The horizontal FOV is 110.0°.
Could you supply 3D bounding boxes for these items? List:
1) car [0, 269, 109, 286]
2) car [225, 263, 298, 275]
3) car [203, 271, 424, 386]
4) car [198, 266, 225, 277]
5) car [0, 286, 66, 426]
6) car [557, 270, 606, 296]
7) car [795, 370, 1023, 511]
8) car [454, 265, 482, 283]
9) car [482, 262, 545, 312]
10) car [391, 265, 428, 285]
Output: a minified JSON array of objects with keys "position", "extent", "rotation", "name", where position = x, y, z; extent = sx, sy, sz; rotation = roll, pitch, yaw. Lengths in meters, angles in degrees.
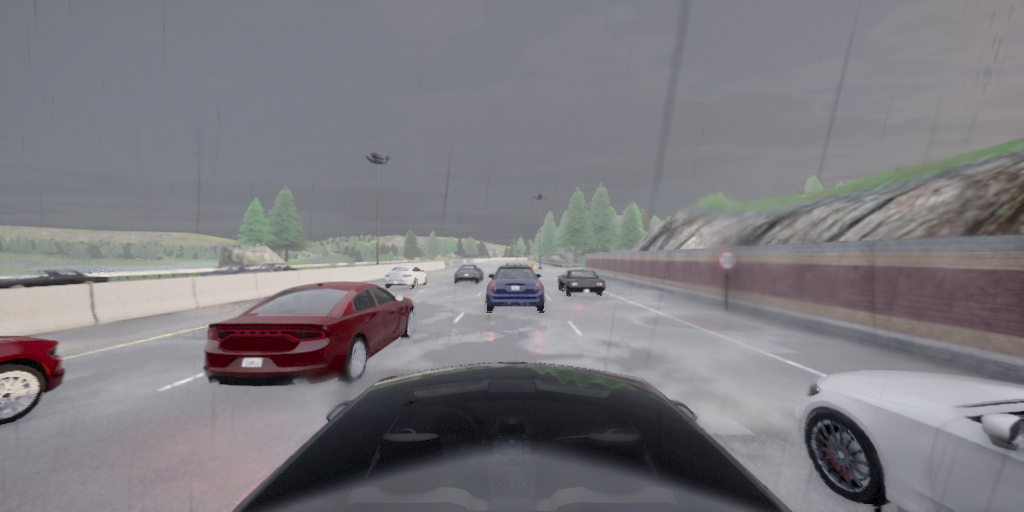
[{"position":[-24.556,1.381,18.722],"extent":[1.895,1.301,4.718],"rotation":[0,0,0],"name":"car"},{"position":[-17.492,1.293,25.839],"extent":[2.128,1.511,4.902],"rotation":[0,0,1],"name":"car"},{"position":[-3.389,1.239,7.152],"extent":[1.882,1.535,5.008],"rotation":[0,0,0],"name":"car"},{"position":[-20.972,1.354,27.400],"extent":[2.033,1.411,5.357],"rotation":[0,0,0],"name":"car"},{"position":[-6.883,1.227,2.636],"extent":[1.882,1.535,5.008],"rotation":[0,0,0],"name":"car"},{"position":[3.618,1.396,19.564],"extent":[1.895,1.301,4.718],"rotation":[0,0,0],"name":"car"},{"position":[3.619,1.277,1.444],"extent":[1.812,1.442,4.674],"rotation":[0,0,0],"name":"car"},{"position":[-3.370,1.378,28.605],"extent":[1.994,1.385,4.181],"rotation":[0,0,0],"name":"car"},{"position":[0.114,1.132,14.483],"extent":[2.097,1.767,4.553],"rotation":[0,0,0],"name":"car"},{"position":[-6.876,1.325,23.505],"extent":[1.812,1.442,4.674],"rotation":[0,0,0],"name":"car"}]
